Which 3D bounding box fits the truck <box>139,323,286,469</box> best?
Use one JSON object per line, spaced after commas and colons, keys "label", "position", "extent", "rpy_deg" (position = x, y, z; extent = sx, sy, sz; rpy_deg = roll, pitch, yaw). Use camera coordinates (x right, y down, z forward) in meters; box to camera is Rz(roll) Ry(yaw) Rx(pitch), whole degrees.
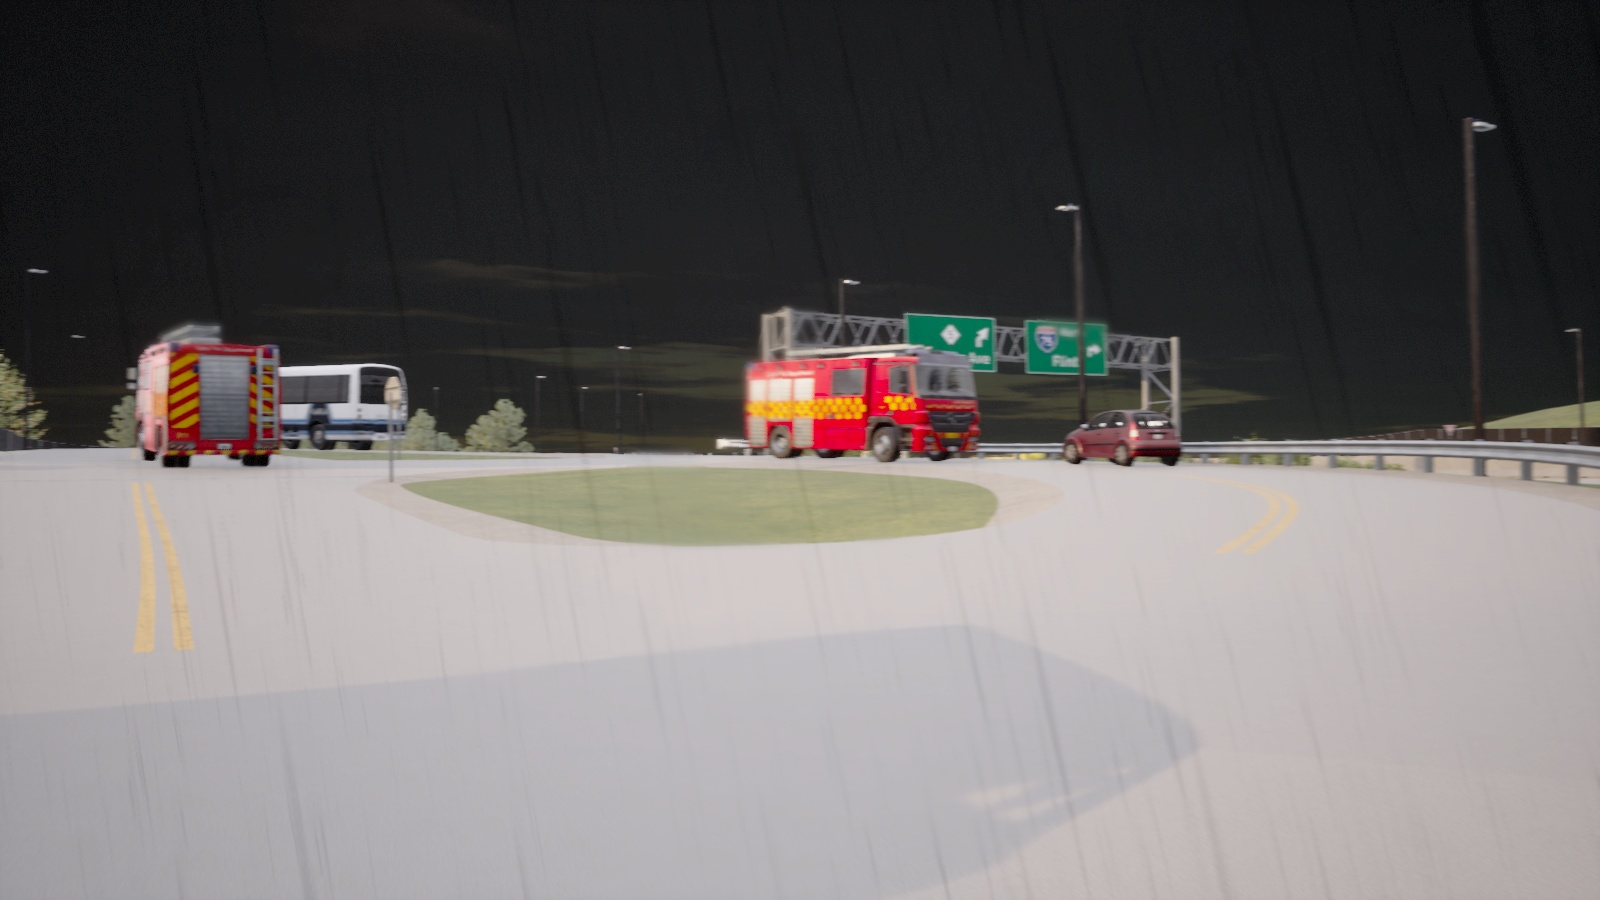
{"label": "truck", "position": [-17.596, -1.546, 37.280], "extent": [2.891, 3.827, 8.468], "rpy_deg": [0, 2, -32]}

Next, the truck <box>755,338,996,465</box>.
{"label": "truck", "position": [2.314, -1.543, 41.943], "extent": [2.891, 3.827, 8.468], "rpy_deg": [0, 1, -41]}

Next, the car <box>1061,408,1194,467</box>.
{"label": "car", "position": [9.432, -0.379, 36.540], "extent": [1.851, 1.617, 3.988], "rpy_deg": [0, 1, -19]}

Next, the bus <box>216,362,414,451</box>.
{"label": "bus", "position": [-24.898, -2.145, 64.269], "extent": [10.273, 4.253, 3.944], "rpy_deg": [1, 0, 31]}
